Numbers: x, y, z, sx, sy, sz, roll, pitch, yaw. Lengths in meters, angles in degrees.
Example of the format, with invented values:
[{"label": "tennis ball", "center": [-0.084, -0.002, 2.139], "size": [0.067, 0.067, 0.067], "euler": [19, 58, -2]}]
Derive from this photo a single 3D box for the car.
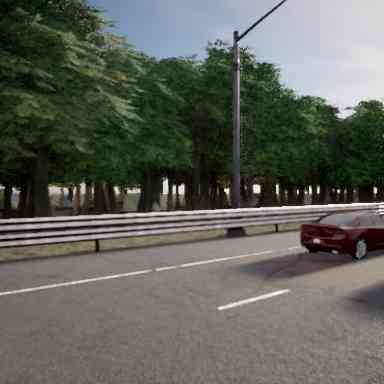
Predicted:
[{"label": "car", "center": [6.136, 1.453, 12.424], "size": [5.008, 1.535, 1.882], "euler": [0, 0, -36]}]
